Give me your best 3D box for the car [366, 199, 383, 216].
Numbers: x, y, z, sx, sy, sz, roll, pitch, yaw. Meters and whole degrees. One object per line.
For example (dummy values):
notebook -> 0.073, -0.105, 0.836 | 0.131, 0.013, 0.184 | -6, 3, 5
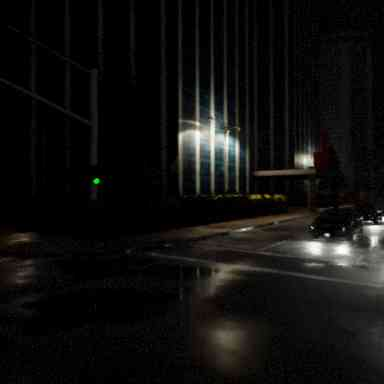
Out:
car -> 19.272, 1.514, 33.944 | 2.128, 1.511, 4.902 | 0, 0, 35

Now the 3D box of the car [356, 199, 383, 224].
car -> 13.294, 1.526, 25.400 | 1.837, 1.490, 4.892 | 0, 0, 35

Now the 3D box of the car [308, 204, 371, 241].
car -> 7.667, 1.568, 17.341 | 2.033, 1.411, 5.357 | 0, 0, 35
